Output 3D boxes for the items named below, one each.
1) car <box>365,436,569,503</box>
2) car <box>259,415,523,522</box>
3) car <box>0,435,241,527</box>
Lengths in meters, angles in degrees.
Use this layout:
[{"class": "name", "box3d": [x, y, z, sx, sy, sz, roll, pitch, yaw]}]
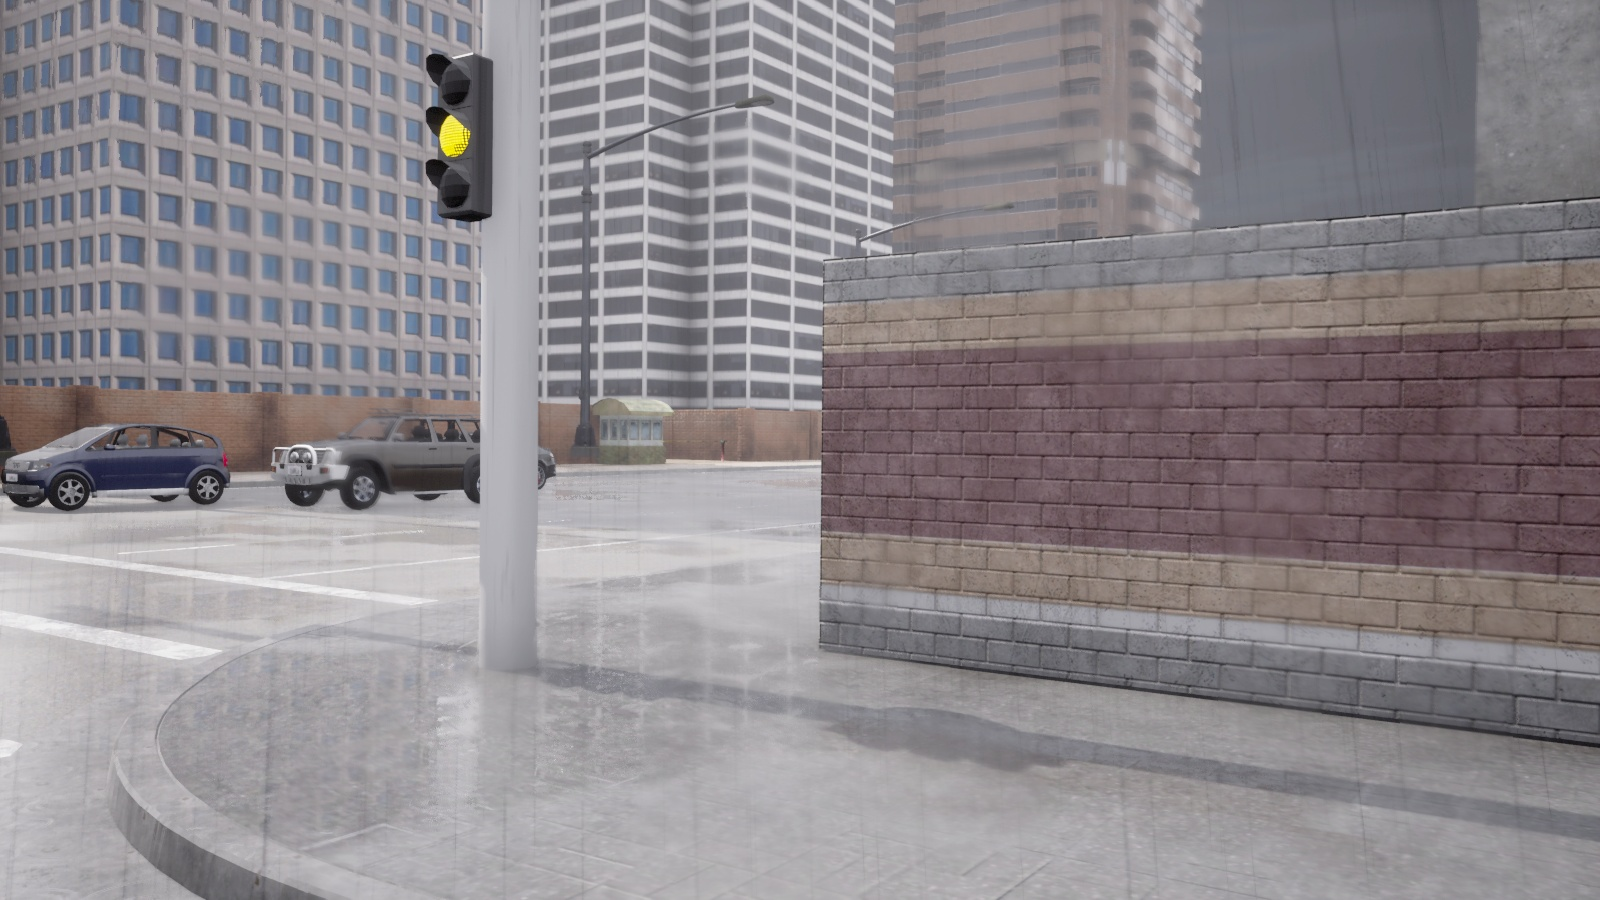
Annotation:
[{"class": "car", "box3d": [-7.915, 0.415, 30.289, 1.812, 1.442, 4.674, 0, 1, 34]}, {"class": "car", "box3d": [-7.761, 0.287, 24.273, 1.932, 1.855, 4.605, 0, 1, 34]}, {"class": "car", "box3d": [-12.628, 0.506, 23.310, 1.789, 1.549, 3.705, 0, 1, 34]}]
